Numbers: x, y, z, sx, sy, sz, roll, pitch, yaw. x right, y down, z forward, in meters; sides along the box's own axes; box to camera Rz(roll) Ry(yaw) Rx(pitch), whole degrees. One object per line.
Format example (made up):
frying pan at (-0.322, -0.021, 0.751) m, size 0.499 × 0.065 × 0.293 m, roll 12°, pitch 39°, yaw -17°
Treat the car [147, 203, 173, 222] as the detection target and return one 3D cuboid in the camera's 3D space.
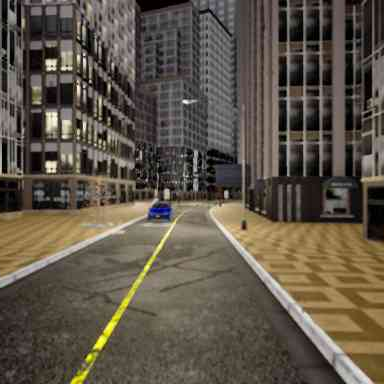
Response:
car at (-2.690, 1.683, 28.978) m, size 1.882 × 1.535 × 5.008 m, roll 0°, pitch -1°, yaw 1°
